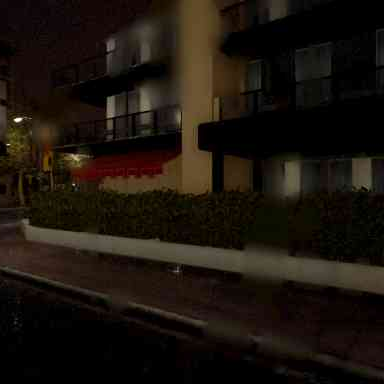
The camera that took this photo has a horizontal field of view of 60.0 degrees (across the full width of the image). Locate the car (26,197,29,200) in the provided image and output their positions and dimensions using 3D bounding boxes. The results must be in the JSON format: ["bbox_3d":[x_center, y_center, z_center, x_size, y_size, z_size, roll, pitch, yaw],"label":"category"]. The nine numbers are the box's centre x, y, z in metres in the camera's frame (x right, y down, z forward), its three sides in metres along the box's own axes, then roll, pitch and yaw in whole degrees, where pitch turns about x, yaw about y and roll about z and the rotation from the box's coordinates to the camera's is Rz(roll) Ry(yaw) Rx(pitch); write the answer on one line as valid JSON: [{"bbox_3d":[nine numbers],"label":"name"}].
[{"bbox_3d":[-36.115,1.481,67.977,4.892,1.521,2.231,0,0,36],"label":"car"}]
